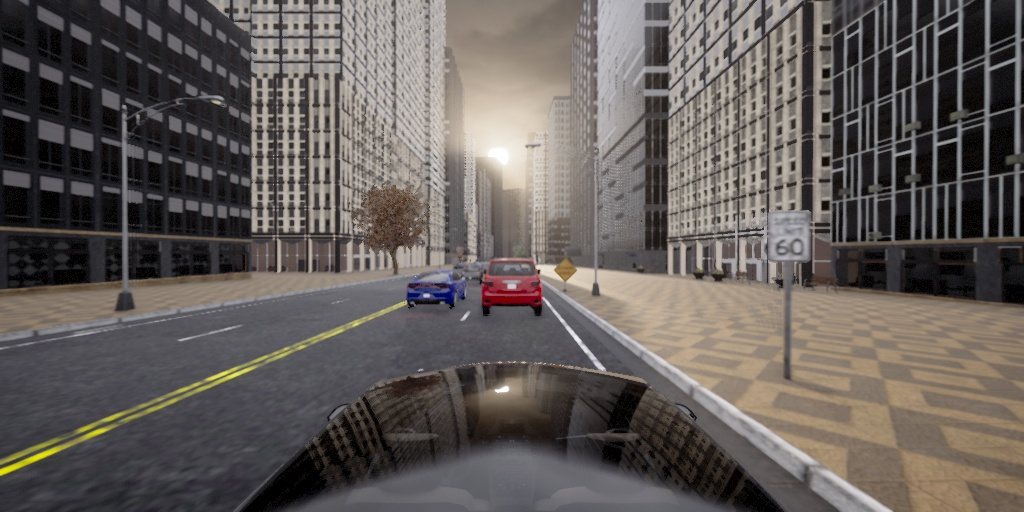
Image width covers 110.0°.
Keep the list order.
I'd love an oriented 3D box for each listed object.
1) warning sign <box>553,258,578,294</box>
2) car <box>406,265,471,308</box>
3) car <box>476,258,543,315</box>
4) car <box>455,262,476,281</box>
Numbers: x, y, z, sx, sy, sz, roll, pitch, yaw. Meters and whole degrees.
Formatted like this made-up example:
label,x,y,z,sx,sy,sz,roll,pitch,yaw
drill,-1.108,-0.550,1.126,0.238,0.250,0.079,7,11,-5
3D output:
label,x,y,z,sx,sy,sz,roll,pitch,yaw
warning sign,2.850,1.043,19.290,1.300,1.860,1.060,0,0,0
car,-3.219,1.372,16.081,1.882,1.535,5.008,0,0,1
car,0.011,1.103,14.405,2.150,2.045,5.566,0,0,0
car,-3.227,1.532,30.349,2.128,1.511,4.902,0,0,1
